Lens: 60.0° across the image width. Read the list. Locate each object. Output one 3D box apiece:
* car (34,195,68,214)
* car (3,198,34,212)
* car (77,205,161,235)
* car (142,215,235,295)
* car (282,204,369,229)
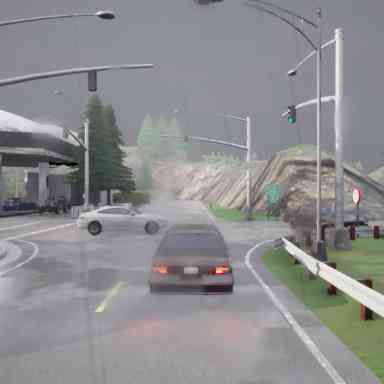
[{"bbox_3d":[-14.583,1.313,35.195,1.905,1.878,3.866,0,0,-1],"label":"car"},{"bbox_3d":[-20.297,1.480,39.464,2.242,1.667,4.611,0,0,-1],"label":"car"},{"bbox_3d":[-3.552,1.415,17.360,4.674,1.442,1.812,0,0,-1],"label":"car"},{"bbox_3d":[0.036,1.547,8.874,2.033,1.411,5.357,0,0,1],"label":"car"},{"bbox_3d":[6.779,1.358,17.610,2.033,1.411,5.357,0,0,-13],"label":"car"}]
